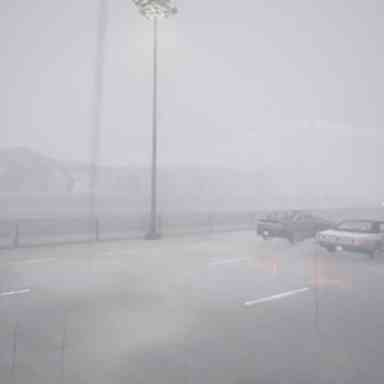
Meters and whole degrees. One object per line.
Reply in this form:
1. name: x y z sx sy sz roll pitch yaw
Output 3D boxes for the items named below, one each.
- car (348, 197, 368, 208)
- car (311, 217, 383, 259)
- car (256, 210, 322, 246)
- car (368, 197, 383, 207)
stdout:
1. car: 30.956 1.896 61.285 5.566 2.045 2.150 1 0 -41
2. car: 7.107 1.749 13.225 4.718 1.301 1.895 1 0 -35
3. car: 5.286 1.644 16.223 4.902 1.511 2.128 1 0 -35
4. car: 33.665 2.038 59.035 4.553 1.767 2.097 1 -1 -41
